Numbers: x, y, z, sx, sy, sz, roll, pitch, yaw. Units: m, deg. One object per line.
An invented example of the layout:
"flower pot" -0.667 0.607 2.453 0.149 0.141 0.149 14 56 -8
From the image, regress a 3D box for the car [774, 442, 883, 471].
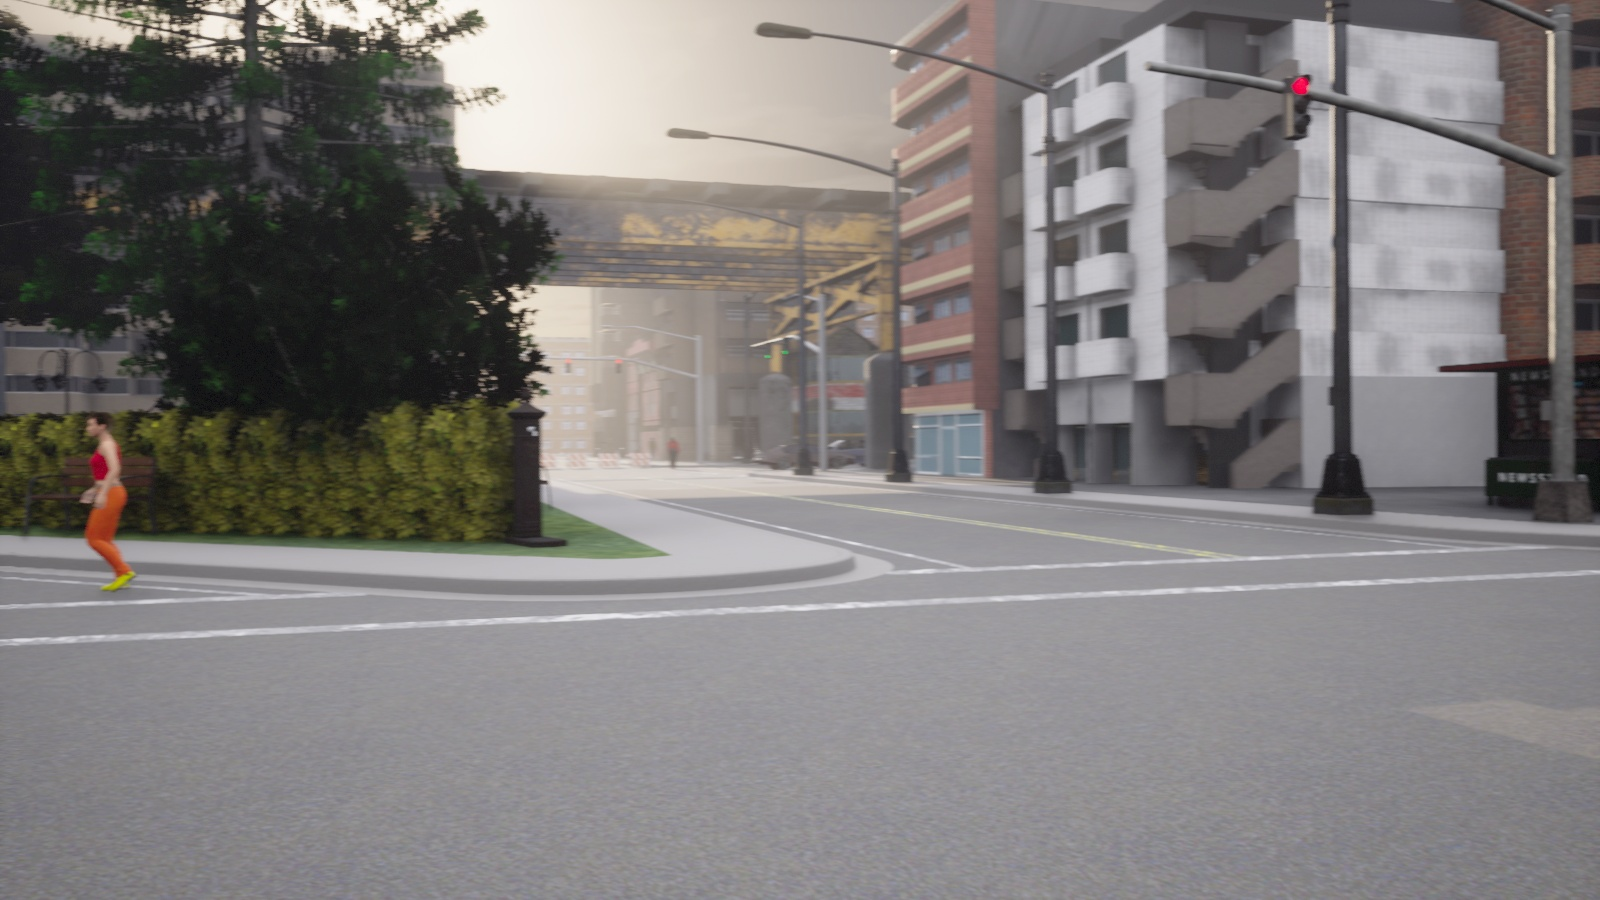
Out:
"car" 1.472 0.330 65.846 5.357 1.411 2.033 -1 0 -17

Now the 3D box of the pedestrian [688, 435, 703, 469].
"pedestrian" -5.733 0.121 69.106 0.634 1.844 0.899 0 0 9

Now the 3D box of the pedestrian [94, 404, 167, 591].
"pedestrian" -6.719 0.466 12.625 0.594 1.836 0.345 -1 0 -22

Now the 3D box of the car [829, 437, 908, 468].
"car" 3.833 0.130 70.208 3.988 1.617 1.851 -1 0 -17
